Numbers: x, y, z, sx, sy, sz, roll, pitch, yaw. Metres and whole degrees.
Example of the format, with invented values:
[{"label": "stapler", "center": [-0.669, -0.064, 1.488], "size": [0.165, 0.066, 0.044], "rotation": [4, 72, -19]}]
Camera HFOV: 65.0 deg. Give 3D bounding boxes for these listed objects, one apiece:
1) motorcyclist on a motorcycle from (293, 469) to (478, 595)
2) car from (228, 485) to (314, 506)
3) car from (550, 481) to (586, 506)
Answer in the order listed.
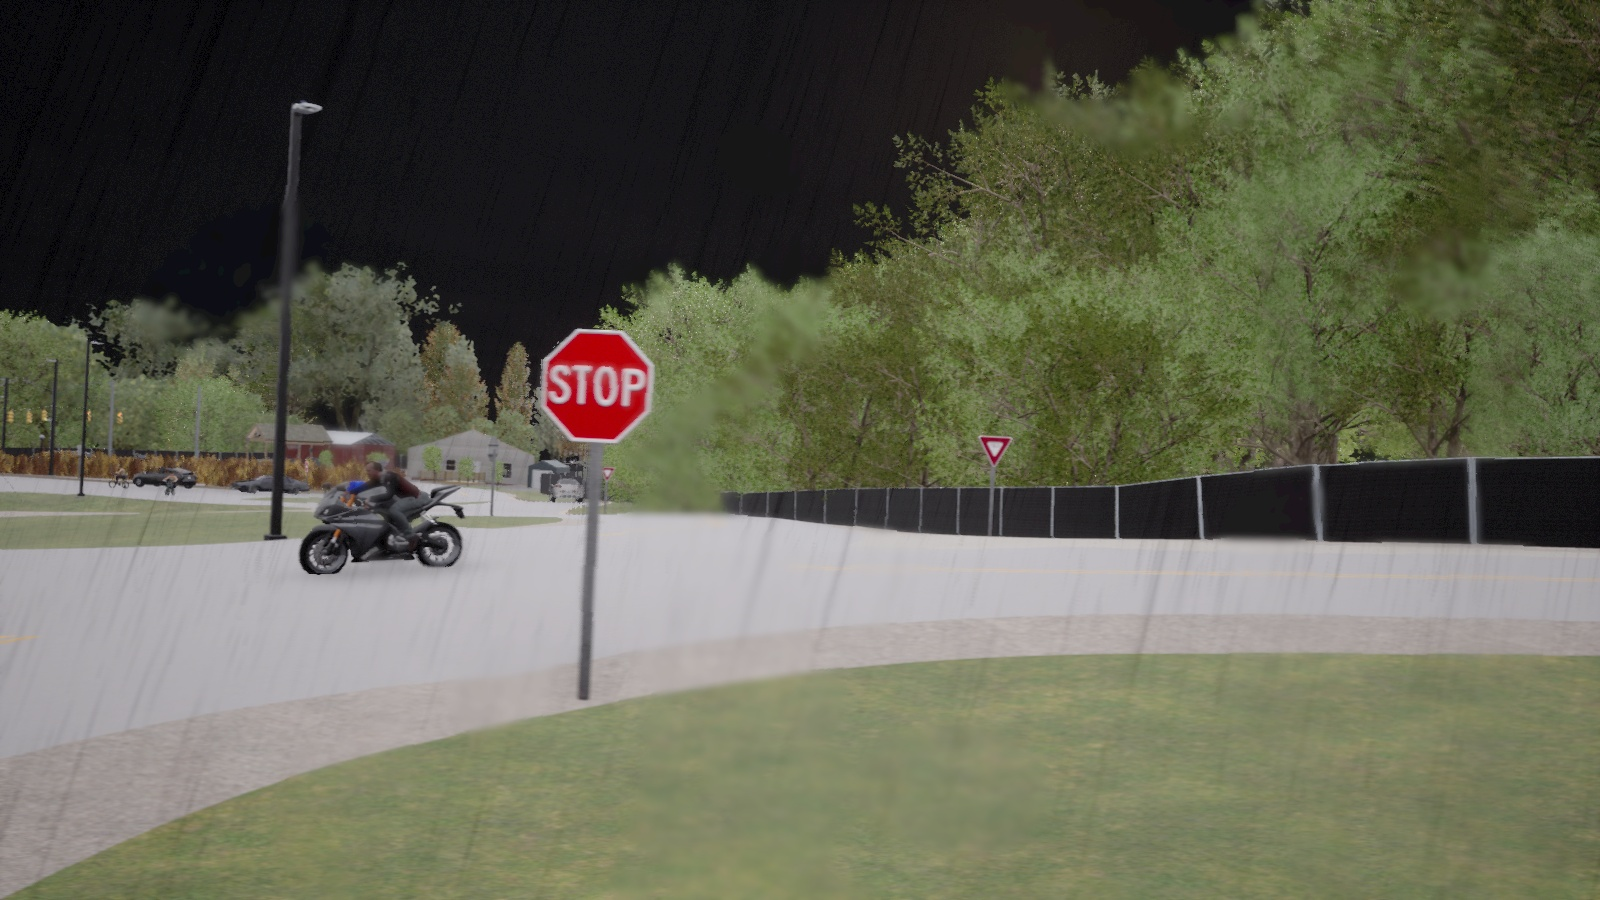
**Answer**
[{"label": "motorcyclist on a motorcycle", "center": [-5.612, 1.060, 17.065], "size": [2.191, 1.530, 0.866], "rotation": [-2, 1, -36]}, {"label": "car", "center": [-38.400, 3.332, 91.218], "size": [5.357, 1.411, 2.033], "rotation": [3, -1, -44]}, {"label": "car", "center": [-16.083, 3.029, 87.013], "size": [2.152, 1.651, 5.027], "rotation": [0, -3, -14]}]
